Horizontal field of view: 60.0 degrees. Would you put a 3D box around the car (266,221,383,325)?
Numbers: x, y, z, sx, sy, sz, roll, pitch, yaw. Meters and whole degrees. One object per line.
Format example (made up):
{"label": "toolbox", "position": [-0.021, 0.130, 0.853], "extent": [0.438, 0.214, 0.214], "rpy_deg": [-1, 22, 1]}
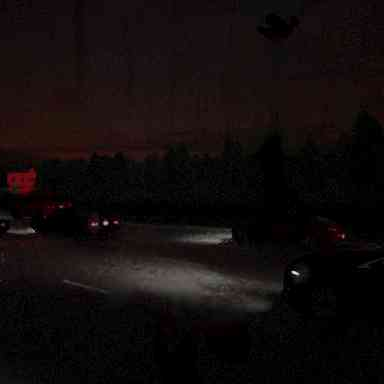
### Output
{"label": "car", "position": [3.994, 1.493, 5.441], "extent": [4.902, 1.511, 2.128], "rpy_deg": [0, 0, 36]}

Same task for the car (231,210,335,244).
{"label": "car", "position": [3.923, 1.507, 14.079], "extent": [4.674, 1.442, 1.812], "rpy_deg": [0, 0, 35]}

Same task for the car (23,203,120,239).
{"label": "car", "position": [-6.045, 1.485, 16.915], "extent": [5.357, 1.411, 2.033], "rpy_deg": [0, 0, 36]}

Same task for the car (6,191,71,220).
{"label": "car", "position": [-11.296, 1.120, 24.965], "extent": [5.566, 2.045, 2.150], "rpy_deg": [0, 0, 36]}

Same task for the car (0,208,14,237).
{"label": "car", "position": [-10.870, 1.523, 16.057], "extent": [4.718, 1.301, 1.895], "rpy_deg": [0, 0, 36]}
